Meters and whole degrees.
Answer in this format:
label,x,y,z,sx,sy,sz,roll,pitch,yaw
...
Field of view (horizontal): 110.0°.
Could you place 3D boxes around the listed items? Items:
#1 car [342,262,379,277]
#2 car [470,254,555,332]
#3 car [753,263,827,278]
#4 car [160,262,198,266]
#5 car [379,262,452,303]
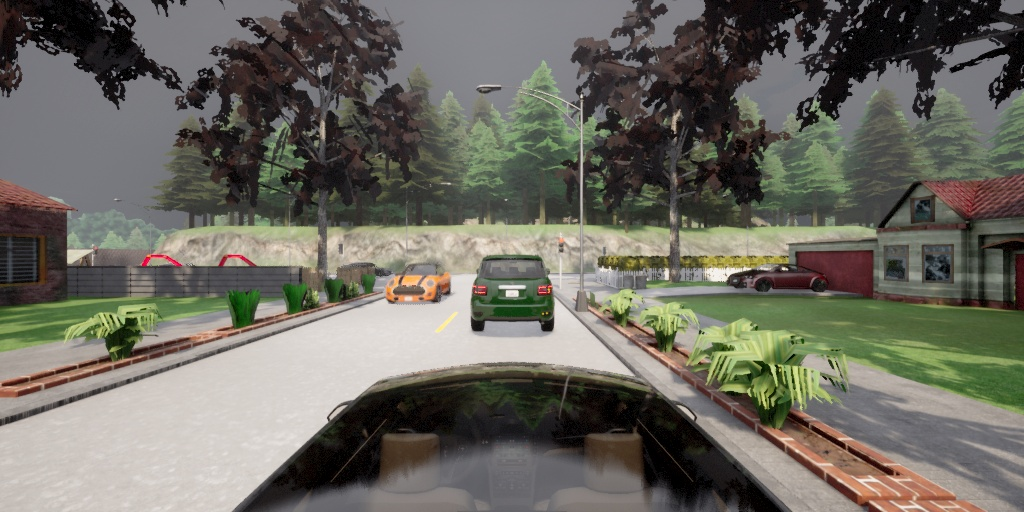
label,x,y,z,sx,sy,sz,roll,pitch,yaw
car,-13.525,1.276,33.563,4.674,1.442,1.812,0,0,0
car,0.031,0.971,11.067,2.150,2.045,5.566,0,0,1
car,29.118,0.972,37.700,5.566,2.045,2.150,0,0,0
car,-30.809,1.276,33.598,4.674,1.442,1.812,0,0,0
car,-4.096,1.102,16.423,2.097,1.767,4.553,0,0,0
